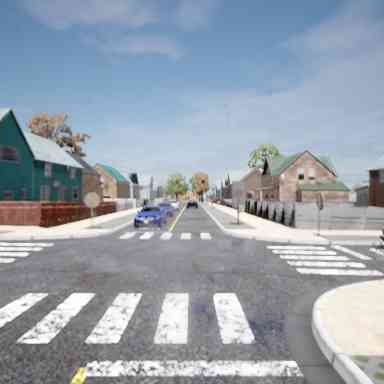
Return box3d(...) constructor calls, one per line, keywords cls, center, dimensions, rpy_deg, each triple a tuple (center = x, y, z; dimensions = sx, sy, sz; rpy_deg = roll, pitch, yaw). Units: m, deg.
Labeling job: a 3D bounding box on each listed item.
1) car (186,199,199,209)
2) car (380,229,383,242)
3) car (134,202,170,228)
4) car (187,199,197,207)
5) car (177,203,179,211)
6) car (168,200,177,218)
box3d(cls="car", center=(0.063, 2.041, 55.630), dimensions=(1.837, 1.490, 4.892), rpy_deg=(0, -1, 0))
box3d(cls="car", center=(10.423, 1.827, 13.590), dimensions=(4.718, 1.301, 1.895), rpy_deg=(1, 0, 2))
box3d(cls="car", center=(-2.892, 1.699, 23.971), dimensions=(1.812, 1.442, 4.674), rpy_deg=(0, -1, 2))
box3d(cls="car", center=(0.014, 2.162, 65.877), dimensions=(1.882, 1.535, 5.008), rpy_deg=(0, -1, 0))
box3d(cls="car", center=(-2.824, 1.955, 47.856), dimensions=(1.812, 1.442, 4.674), rpy_deg=(0, -1, 0))
box3d(cls="car", center=(-2.841, 1.794, 34.028), dimensions=(1.812, 1.442, 4.674), rpy_deg=(0, -1, 0))
